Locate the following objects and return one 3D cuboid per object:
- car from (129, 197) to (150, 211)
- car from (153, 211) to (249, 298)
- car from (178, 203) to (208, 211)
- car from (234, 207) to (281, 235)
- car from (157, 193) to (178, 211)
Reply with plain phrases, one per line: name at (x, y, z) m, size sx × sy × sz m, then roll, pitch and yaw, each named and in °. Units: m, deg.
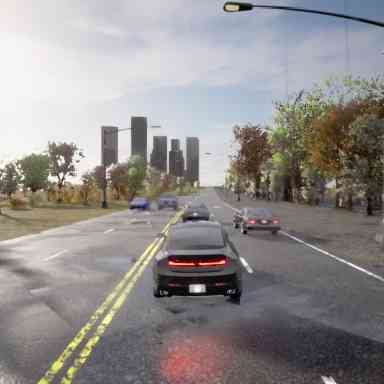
car at (-6.111, 1.427, 39.243) m, size 1.882 × 1.535 × 5.008 m, roll 0°, pitch 0°, yaw 1°
car at (0.120, 1.490, 8.503) m, size 1.837 × 1.490 × 4.892 m, roll -1°, pitch 1°, yaw 1°
car at (0.298, 1.527, 25.693) m, size 1.994 × 1.385 × 4.181 m, roll -1°, pitch 1°, yaw 2°
car at (3.506, 1.523, 18.731) m, size 2.033 × 1.411 × 5.357 m, roll 0°, pitch 0°, yaw 0°
car at (-2.838, 1.168, 40.334) m, size 2.150 × 2.045 × 5.566 m, roll 0°, pitch 0°, yaw 2°
